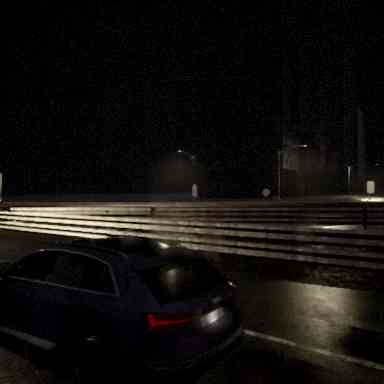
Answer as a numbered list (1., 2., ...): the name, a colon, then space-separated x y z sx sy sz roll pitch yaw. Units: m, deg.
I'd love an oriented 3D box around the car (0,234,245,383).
1. car: -1.608 1.474 5.014 4.856 1.649 2.033 -1 0 35
